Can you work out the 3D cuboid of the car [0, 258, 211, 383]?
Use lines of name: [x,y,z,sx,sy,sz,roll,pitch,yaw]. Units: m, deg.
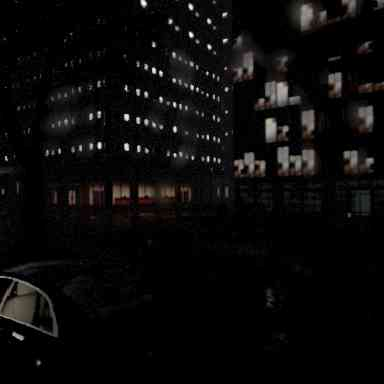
car: [-1.851,1.535,4.207,4.403,1.369,2.008,0,-1,35]
